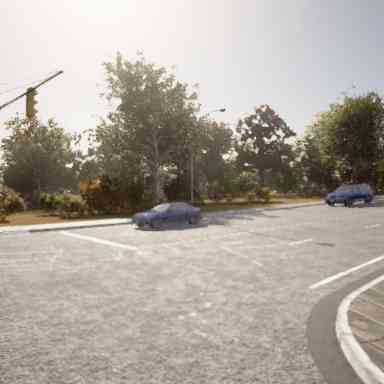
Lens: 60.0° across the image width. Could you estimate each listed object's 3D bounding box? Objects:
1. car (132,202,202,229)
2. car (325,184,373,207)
[{"bbox_3d":[-1.427,1.373,20.503,4.674,1.442,1.812,-1,1,-41],"label":"car"},{"bbox_3d":[15.825,0.315,33.391,5.566,2.045,2.150,-4,2,-32],"label":"car"}]
